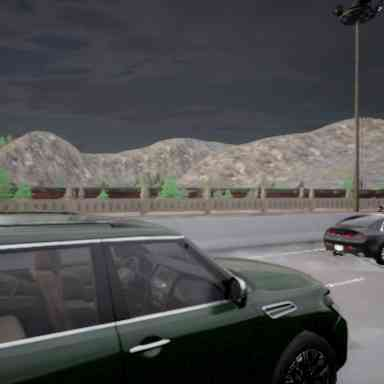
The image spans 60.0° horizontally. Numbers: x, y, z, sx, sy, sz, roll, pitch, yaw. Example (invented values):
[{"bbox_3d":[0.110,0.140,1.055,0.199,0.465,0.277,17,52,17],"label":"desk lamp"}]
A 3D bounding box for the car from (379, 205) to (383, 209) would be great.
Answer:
[{"bbox_3d":[20.582,1.535,32.307,5.008,1.535,1.882,0,0,-16],"label":"car"}]

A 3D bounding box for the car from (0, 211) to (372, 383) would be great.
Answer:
[{"bbox_3d":[-0.951,1.208,2.968,5.566,2.045,2.150,0,0,-35],"label":"car"}]

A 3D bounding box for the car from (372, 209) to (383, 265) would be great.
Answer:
[{"bbox_3d":[6.771,1.520,11.607,4.892,1.490,1.837,0,0,-28],"label":"car"}]
